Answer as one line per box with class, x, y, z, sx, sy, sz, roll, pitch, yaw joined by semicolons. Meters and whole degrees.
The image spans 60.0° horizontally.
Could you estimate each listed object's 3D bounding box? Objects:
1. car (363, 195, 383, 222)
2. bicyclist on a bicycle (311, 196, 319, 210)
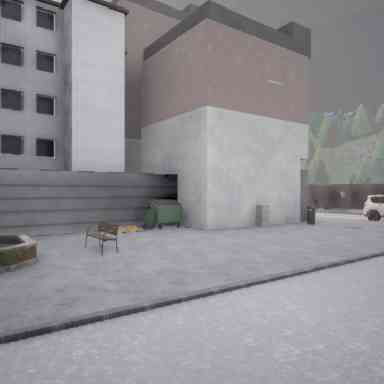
car;15.021;1.223;23.626;2.150;2.045;5.566;0;0;-25
bicyclist on a bicycle;14.704;1.349;39.842;1.656;1.620;0.582;0;0;-36
